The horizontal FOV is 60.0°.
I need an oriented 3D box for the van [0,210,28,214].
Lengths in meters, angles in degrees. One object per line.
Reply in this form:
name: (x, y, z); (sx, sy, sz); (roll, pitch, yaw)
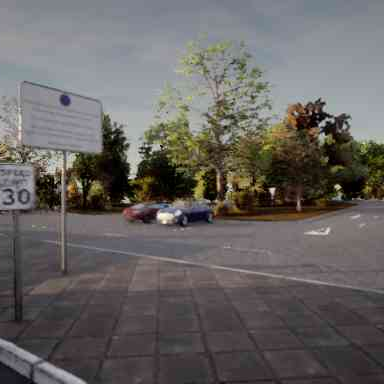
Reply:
van: (-20.164, 1.377, 36.599); (1.878, 1.987, 4.442); (-1, -1, 35)

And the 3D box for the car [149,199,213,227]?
car: (-0.466, 1.325, 22.943); (2.185, 1.767, 4.553); (0, 0, 35)

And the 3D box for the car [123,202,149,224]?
car: (-3.087, 1.494, 24.727); (2.002, 1.452, 4.674); (0, 0, 35)
